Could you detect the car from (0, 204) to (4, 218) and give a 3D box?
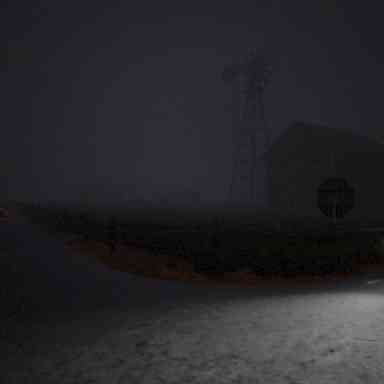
[{"bbox_3d":[-18.081,1.532,29.929,2.033,1.411,5.357,1,0,-34],"label":"car"}]
